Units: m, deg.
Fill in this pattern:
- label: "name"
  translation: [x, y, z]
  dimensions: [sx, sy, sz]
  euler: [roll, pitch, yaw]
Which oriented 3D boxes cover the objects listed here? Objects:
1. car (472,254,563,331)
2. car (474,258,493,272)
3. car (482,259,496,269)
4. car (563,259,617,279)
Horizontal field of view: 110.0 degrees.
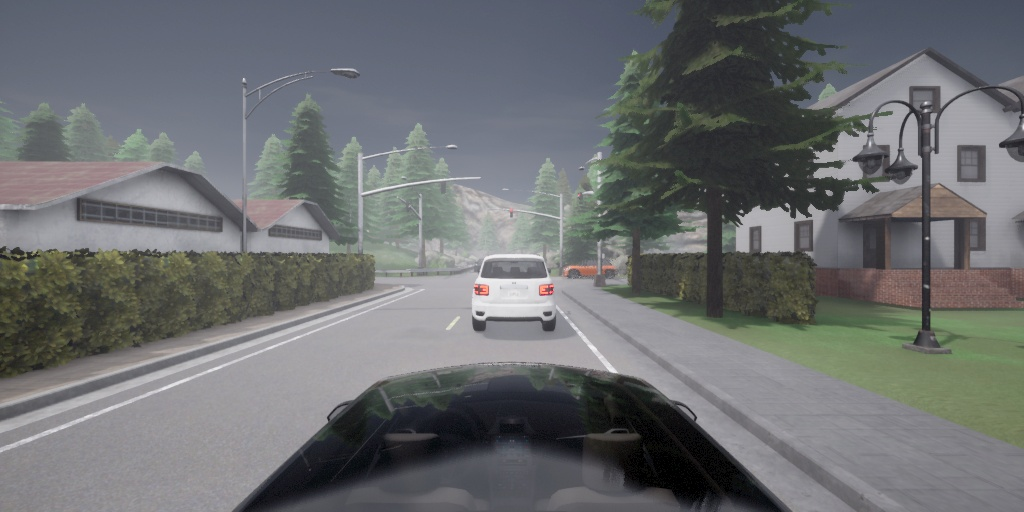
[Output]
- label: "car"
  translation: [0.066, 0.971, 11.088]
  dimensions: [2.150, 2.045, 5.566]
  euler: [0, 0, 0]
- label: "car"
  translation: [-3.582, 1.102, 45.572]
  dimensions: [2.097, 1.767, 4.553]
  euler: [0, 0, 0]
- label: "car"
  translation: [-3.574, 1.276, 55.557]
  dimensions: [1.812, 1.442, 4.674]
  euler: [0, 0, 0]
- label: "car"
  translation: [6.639, 1.086, 31.186]
  dimensions: [4.553, 1.767, 2.097]
  euler: [0, 0, 0]
